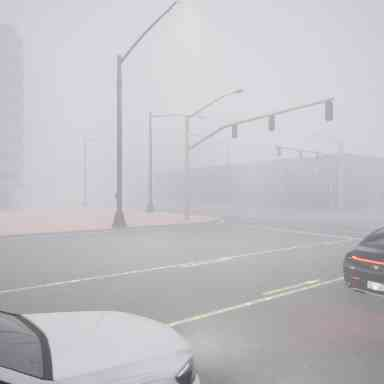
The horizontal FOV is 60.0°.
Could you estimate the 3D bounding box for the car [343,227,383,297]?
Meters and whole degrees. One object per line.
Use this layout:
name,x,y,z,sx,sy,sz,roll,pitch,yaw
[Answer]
car,5.399,1.505,7.590,4.892,1.490,1.837,0,0,-35

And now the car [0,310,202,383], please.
car,-2.080,1.526,2.264,4.674,1.442,1.812,0,0,-35
